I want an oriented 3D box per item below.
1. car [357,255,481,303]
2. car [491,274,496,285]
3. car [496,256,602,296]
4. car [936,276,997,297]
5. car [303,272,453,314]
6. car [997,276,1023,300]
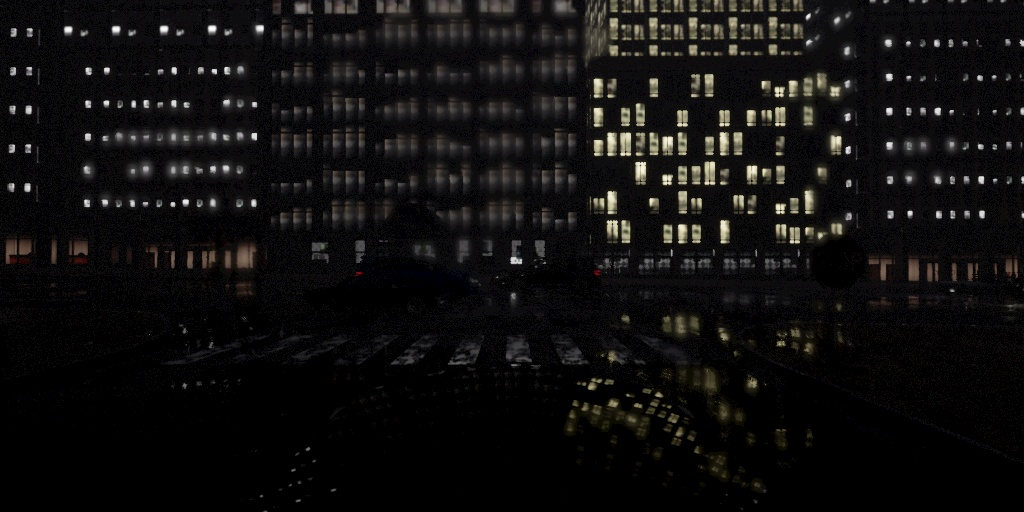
[{"bbox_3d":[-4.232,0.994,16.324,5.566,2.045,2.150,0,0,1],"label":"car"},{"bbox_3d":[1.114,1.341,22.987,4.902,1.511,2.128,1,-1,1],"label":"car"},{"bbox_3d":[2.078,1.042,19.734,5.566,2.045,2.150,1,-1,1],"label":"car"},{"bbox_3d":[30.108,1.920,22.689,4.718,1.301,1.895,1,-1,1],"label":"car"},{"bbox_3d":[-4.781,1.360,13.092,4.718,1.301,1.895,0,0,1],"label":"car"},{"bbox_3d":[30.693,1.517,19.437,5.566,2.045,2.150,1,-1,1],"label":"car"}]
